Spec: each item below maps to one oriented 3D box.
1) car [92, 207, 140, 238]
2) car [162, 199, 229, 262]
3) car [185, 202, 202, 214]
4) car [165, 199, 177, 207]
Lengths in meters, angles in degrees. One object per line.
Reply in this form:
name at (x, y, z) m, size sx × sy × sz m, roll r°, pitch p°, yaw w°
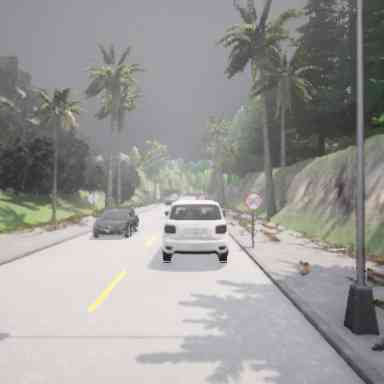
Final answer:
car at (-4.082, 1.627, 18.478) m, size 1.837 × 1.490 × 4.892 m, roll 0°, pitch 0°, yaw 0°
car at (0.111, 1.309, 12.593) m, size 2.150 × 2.045 × 5.566 m, roll 0°, pitch 0°, yaw 0°
car at (0.139, 1.876, 40.014) m, size 1.895 × 1.301 × 4.718 m, roll 0°, pitch 0°, yaw 0°
car at (-3.959, 2.028, 62.682) m, size 1.895 × 1.301 × 4.718 m, roll 0°, pitch 0°, yaw 1°
